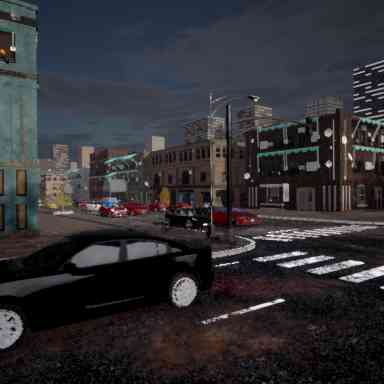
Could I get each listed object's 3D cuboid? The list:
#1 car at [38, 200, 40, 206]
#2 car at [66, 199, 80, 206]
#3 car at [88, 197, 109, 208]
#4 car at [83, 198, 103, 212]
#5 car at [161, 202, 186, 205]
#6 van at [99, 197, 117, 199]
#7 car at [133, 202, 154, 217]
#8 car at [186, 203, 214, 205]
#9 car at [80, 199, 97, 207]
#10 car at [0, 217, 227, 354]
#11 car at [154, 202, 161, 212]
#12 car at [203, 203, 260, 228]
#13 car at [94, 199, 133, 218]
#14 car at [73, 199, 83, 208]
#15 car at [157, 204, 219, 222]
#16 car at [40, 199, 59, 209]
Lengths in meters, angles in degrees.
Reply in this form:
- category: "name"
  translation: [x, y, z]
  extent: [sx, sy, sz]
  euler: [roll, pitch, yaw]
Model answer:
- category: "car"
  translation: [-30.900, 2.375, 66.721]
  extent: [2.008, 1.369, 4.403]
  euler: [-1, 0, -36]
- category: "car"
  translation: [-27.305, 2.362, 76.100]
  extent: [1.947, 1.339, 4.313]
  euler: [-1, 0, -36]
- category: "car"
  translation: [-17.650, 1.938, 62.593]
  extent: [2.192, 1.841, 5.009]
  euler: [-1, 0, -36]
- category: "car"
  translation: [-13.373, 2.042, 46.741]
  extent: [1.812, 1.442, 4.674]
  euler: [-1, 0, -36]
- category: "car"
  translation: [-1.543, 1.902, 40.084]
  extent: [1.802, 1.307, 4.206]
  euler: [-2, 0, -36]
- category: "van"
  translation: [-14.429, 1.905, 58.091]
  extent: [1.690, 1.788, 3.998]
  euler: [-1, 0, -36]
- category: "car"
  translation: [-6.545, 1.862, 37.140]
  extent: [1.882, 1.535, 5.008]
  euler: [-1, -1, -35]
- category: "car"
  translation: [1.677, 1.808, 35.581]
  extent: [2.008, 1.369, 4.403]
  euler: [-2, 0, -36]
- category: "car"
  translation: [-20.864, 2.226, 67.095]
  extent: [1.887, 1.381, 4.507]
  euler: [-1, 0, -36]
- category: "car"
  translation: [-1.852, 1.477, 6.256]
  extent: [5.008, 1.535, 1.882]
  euler: [0, 0, -35]
- category: "car"
  translation: [-4.762, 1.964, 44.585]
  extent: [1.802, 1.307, 4.206]
  euler: [-2, 0, -36]
- category: "car"
  translation: [2.893, 1.763, 23.988]
  extent: [1.994, 1.385, 4.181]
  euler: [-1, 0, -36]
- category: "car"
  translation: [-8.361, 1.845, 35.206]
  extent: [1.967, 1.590, 4.097]
  euler: [-1, 0, -36]
- category: "car"
  translation: [-20.586, 2.228, 62.268]
  extent: [1.994, 1.385, 4.181]
  euler: [-1, 0, -36]
- category: "car"
  translation: [-0.384, 1.814, 23.849]
  extent: [1.947, 1.339, 4.313]
  euler: [-2, 0, -36]
- category: "car"
  translation: [-24.361, 2.232, 57.578]
  extent: [1.752, 1.417, 4.829]
  euler: [-1, 0, -36]
